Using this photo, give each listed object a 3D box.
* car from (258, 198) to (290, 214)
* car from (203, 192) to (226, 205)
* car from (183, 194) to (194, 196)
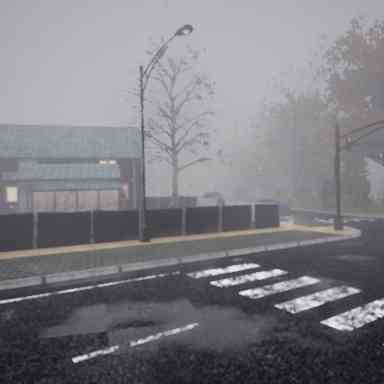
[{"bbox_3d":[7.972,1.395,33.530,1.882,1.535,5.008,-1,1,-15],"label":"car"},{"bbox_3d":[3.367,1.005,50.718,2.150,2.045,5.566,-1,2,-15],"label":"car"},{"bbox_3d":[-0.669,1.019,66.152,2.033,1.411,5.357,-1,1,-15],"label":"car"}]
